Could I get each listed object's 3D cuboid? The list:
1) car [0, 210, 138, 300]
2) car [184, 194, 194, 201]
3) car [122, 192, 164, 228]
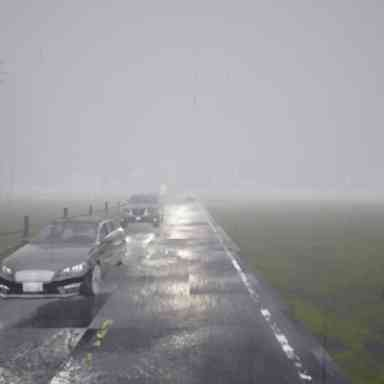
[{"bbox_3d":[-2.910,1.440,8.480,2.128,1.511,4.902,0,0,-1],"label":"car"},{"bbox_3d":[-0.522,1.097,65.447,1.895,1.301,4.718,0,0,0],"label":"car"},{"bbox_3d":[-3.004,1.072,21.202,2.150,2.045,5.566,0,1,0],"label":"car"}]
